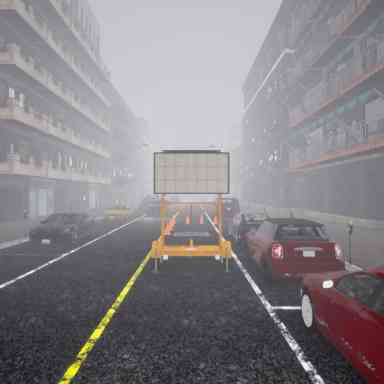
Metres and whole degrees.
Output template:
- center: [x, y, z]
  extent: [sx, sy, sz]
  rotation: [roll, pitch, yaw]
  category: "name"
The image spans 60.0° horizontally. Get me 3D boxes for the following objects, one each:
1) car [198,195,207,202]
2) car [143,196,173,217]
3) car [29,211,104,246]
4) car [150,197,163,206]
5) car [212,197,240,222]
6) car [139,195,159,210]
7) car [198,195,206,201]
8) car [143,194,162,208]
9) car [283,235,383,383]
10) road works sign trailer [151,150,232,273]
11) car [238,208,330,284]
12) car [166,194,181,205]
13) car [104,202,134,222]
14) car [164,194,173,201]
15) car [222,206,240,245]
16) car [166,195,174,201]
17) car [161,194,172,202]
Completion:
- center: [2.580, 1.503, 77.368]
  extent: [1.752, 1.417, 4.829]
  rotation: [0, 0, 0]
  category: "car"
- center: [-3.146, 1.473, 31.849]
  extent: [1.882, 1.535, 5.008]
  rotation: [0, 0, 0]
  category: "car"
- center: [-5.711, 1.565, 15.188]
  extent: [1.947, 1.339, 4.313]
  rotation: [0, 0, 0]
  category: "car"
- center: [-5.768, 1.570, 54.645]
  extent: [1.802, 1.307, 4.206]
  rotation: [0, 0, 0]
  category: "car"
- center: [2.655, 1.312, 26.471]
  extent: [2.192, 1.841, 5.009]
  rotation: [0, 0, 0]
  category: "car"
- center: [-5.751, 1.432, 43.372]
  extent: [1.967, 1.590, 4.097]
  rotation: [0, 0, 0]
  category: "car"
- center: [2.564, 1.516, 88.471]
  extent: [1.887, 1.381, 4.507]
  rotation: [0, 0, 0]
  category: "car"
- center: [-5.758, 1.305, 49.008]
  extent: [2.192, 1.841, 5.009]
  rotation: [0, 0, 0]
  category: "car"
- center: [2.686, 1.545, 3.925]
  extent: [1.887, 1.381, 4.507]
  rotation: [0, 0, 0]
  category: "car"
- center: [-0.015, 0.464, 10.690]
  extent: [2.380, 3.560, 2.880]
  rotation: [0, 0, 0]
  category: "road works sign trailer"
- center: [2.678, 1.440, 9.562]
  extent: [1.967, 1.590, 4.097]
  rotation: [0, 0, 0]
  category: "car"
- center: [-3.085, 1.338, 59.073]
  extent: [2.097, 1.767, 4.553]
  rotation: [0, 0, 0]
  category: "car"
- center: [-5.727, 1.523, 26.292]
  extent: [1.752, 1.417, 4.829]
  rotation: [0, 0, 0]
  category: "car"
- center: [-5.808, 1.414, 82.826]
  extent: [1.967, 1.590, 4.097]
  rotation: [0, 0, 0]
  category: "car"
- center: [2.670, 1.550, 15.197]
  extent: [2.008, 1.369, 4.403]
  rotation: [0, 0, 0]
  category: "car"
- center: [-5.816, 1.516, 88.463]
  extent: [1.887, 1.381, 4.507]
  rotation: [0, 0, 0]
  category: "car"
- center: [-5.799, 1.292, 77.190]
  extent: [2.192, 1.841, 5.009]
  rotation: [0, 0, 0]
  category: "car"
